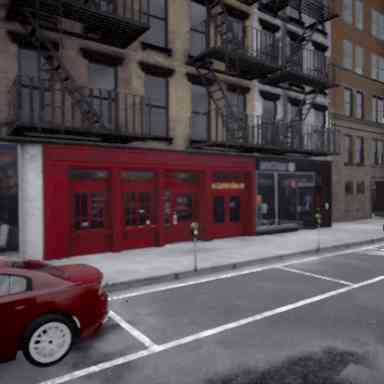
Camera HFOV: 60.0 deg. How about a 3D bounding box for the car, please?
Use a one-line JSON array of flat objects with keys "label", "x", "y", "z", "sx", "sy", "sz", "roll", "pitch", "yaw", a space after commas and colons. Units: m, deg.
[{"label": "car", "x": -3.333, "y": 1.547, "z": 4.165, "sx": 4.507, "sy": 1.381, "sz": 1.887, "roll": 0, "pitch": 0, "yaw": -35}]
